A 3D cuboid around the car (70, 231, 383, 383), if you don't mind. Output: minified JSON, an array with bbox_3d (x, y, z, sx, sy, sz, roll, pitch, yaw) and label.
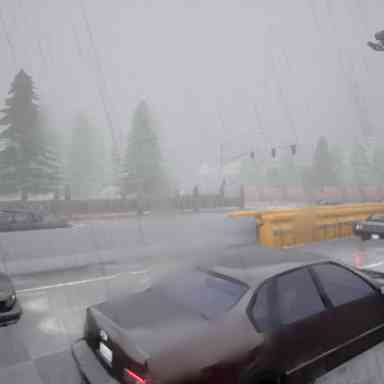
[{"bbox_3d":[1.224,1.540,4.616,5.357,1.411,2.033,-1,0,-35],"label":"car"}]

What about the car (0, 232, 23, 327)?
[{"bbox_3d":[-5.254,1.531,4.299,5.357,1.411,2.033,1,0,-35],"label":"car"}]

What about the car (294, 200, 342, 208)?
[{"bbox_3d":[8.536,1.288,22.817,4.902,1.511,2.128,-1,0,-35],"label":"car"}]

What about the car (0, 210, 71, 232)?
[{"bbox_3d":[-8.396,1.552,15.195,5.357,1.411,2.033,0,0,-35],"label":"car"}]

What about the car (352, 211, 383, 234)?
[{"bbox_3d":[9.079,1.450,14.462,4.718,1.301,1.895,-1,0,-35],"label":"car"}]
